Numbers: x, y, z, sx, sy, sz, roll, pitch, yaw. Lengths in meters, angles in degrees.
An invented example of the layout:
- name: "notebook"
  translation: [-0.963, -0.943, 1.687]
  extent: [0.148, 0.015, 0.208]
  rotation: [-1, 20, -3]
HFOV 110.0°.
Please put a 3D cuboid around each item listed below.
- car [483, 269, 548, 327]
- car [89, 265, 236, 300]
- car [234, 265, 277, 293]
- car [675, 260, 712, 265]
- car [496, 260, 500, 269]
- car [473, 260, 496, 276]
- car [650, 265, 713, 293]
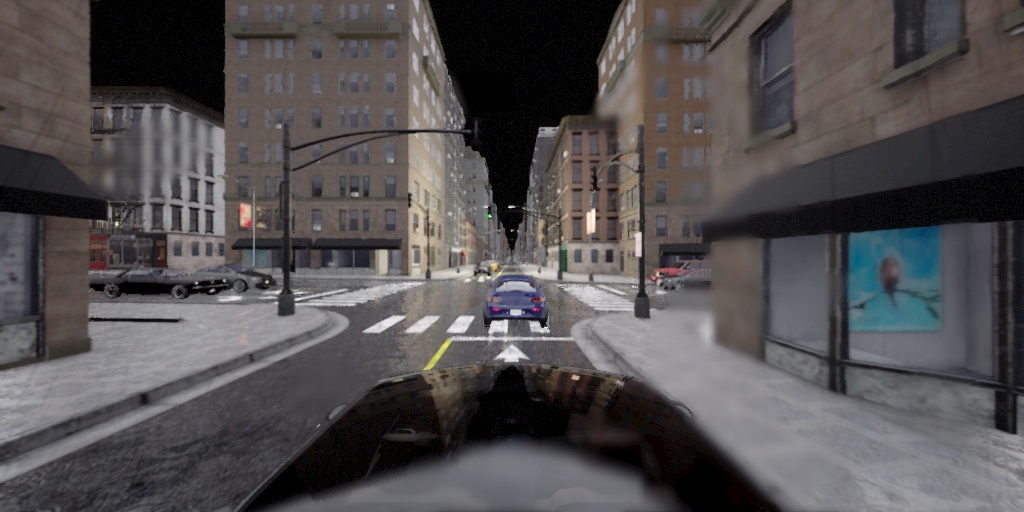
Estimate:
- name: "car"
  translation: [0.105, 1.318, 11.632]
  extent: [1.812, 1.442, 4.674]
  rotation: [1, 0, 0]
- name: "car"
  translation: [-15.458, 1.185, 15.919]
  extent: [4.718, 1.301, 1.895]
  rotation: [1, 0, 1]
- name: "car"
  translation: [-15.053, 1.167, 19.166]
  extent: [4.181, 1.385, 1.994]
  rotation: [1, 0, 1]
- name: "car"
  translation: [12.916, 1.297, 25.801]
  extent: [5.566, 2.045, 2.150]
  rotation: [1, 0, -1]
- name: "car"
  translation: [-3.054, 1.402, 49.991]
  extent: [1.882, 1.535, 5.008]
  rotation: [0, 0, 1]
- name: "car"
  translation: [-3.095, 1.391, 38.919]
  extent: [1.837, 1.490, 4.892]
  rotation: [0, 0, 0]
- name: "car"
  translation: [11.649, 1.534, 22.531]
  extent: [4.902, 1.511, 2.128]
  rotation: [1, 0, 0]
